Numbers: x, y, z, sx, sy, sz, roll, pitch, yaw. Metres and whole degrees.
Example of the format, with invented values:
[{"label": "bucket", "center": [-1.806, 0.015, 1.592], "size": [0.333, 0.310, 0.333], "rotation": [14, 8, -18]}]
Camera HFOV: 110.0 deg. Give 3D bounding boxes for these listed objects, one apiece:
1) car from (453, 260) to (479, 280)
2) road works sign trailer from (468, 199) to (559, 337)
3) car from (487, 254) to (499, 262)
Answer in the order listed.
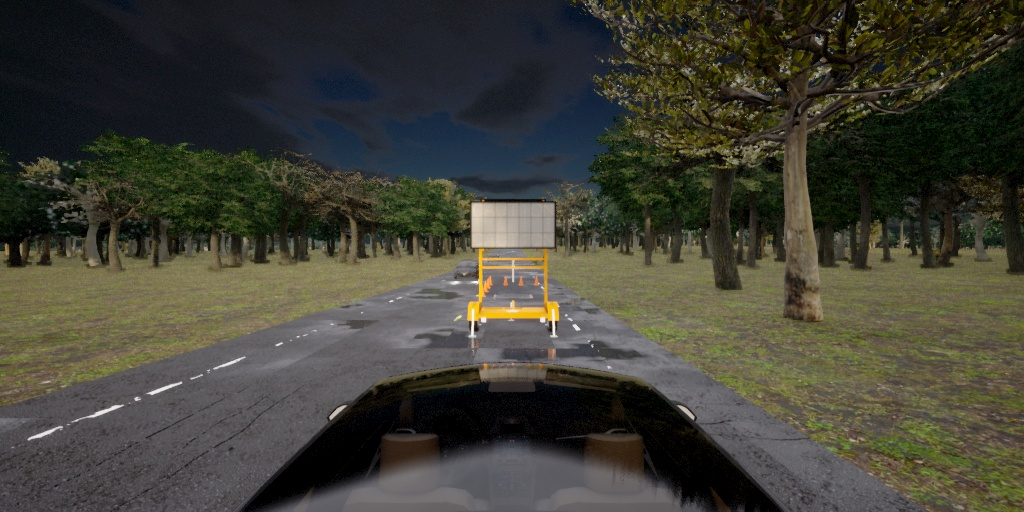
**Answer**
[{"label": "car", "center": [-3.503, 1.086, 28.842], "size": [1.837, 1.490, 4.892], "rotation": [0, 1, 0]}, {"label": "road works sign trailer", "center": [0.034, 0.198, 10.187], "size": [2.380, 3.560, 2.880], "rotation": [0, 0, 0]}, {"label": "car", "center": [-3.286, 0.365, 63.069], "size": [1.994, 1.385, 4.181], "rotation": [0, 2, 0]}]
